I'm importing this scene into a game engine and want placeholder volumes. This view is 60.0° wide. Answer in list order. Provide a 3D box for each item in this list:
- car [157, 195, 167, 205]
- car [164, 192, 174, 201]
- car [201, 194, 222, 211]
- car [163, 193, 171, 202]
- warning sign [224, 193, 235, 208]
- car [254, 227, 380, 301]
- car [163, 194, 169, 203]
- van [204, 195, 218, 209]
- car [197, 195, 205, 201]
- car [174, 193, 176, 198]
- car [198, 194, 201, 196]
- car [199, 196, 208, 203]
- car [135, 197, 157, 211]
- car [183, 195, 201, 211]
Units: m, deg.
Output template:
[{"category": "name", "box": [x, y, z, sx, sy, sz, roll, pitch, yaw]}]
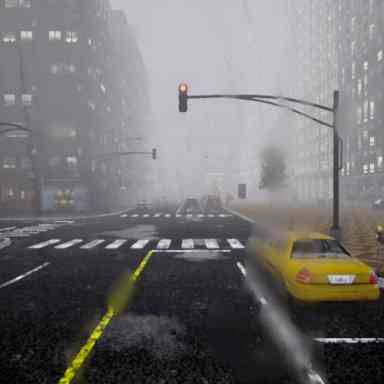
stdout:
[{"category": "car", "box": [-5.860, 1.583, 57.057, 2.008, 1.369, 4.403, 0, 0, 0]}, {"category": "car", "box": [-5.926, 1.509, 79.164, 1.967, 1.590, 4.097, 0, 0, 0]}, {"category": "car", "box": [2.568, 1.328, 40.503, 2.192, 1.841, 5.009, 0, 0, 0]}, {"category": "car", "box": [-5.894, 1.490, 68.111, 1.967, 1.590, 4.097, 0, 0, 0]}, {"category": "warning sign", "box": [4.945, 1.131, 43.766, 1.300, 1.860, 1.060, 0, 0, 0]}, {"category": "car", "box": [2.664, 1.525, 8.260, 1.752, 1.417, 4.829, 0, 0, 0]}, {"category": "car", "box": [-5.877, 1.585, 62.583, 1.887, 1.381, 4.507, 0, 0, 0]}, {"category": "van", "box": [2.551, 1.359, 46.029, 1.690, 1.788, 3.998, 0, 0, 0]}, {"category": "car", "box": [2.422, 1.616, 90.412, 1.752, 1.417, 4.829, 0, 0, 0]}, {"category": "car", "box": [-5.957, 1.615, 90.048, 1.752, 1.417, 4.829, 0, 0, 0]}, {"category": "car", "box": [2.502, 1.356, 62.608, 2.192, 1.841, 5.009, 0, 0, 0]}, {"category": "car", "box": [2.471, 1.604, 73.662, 1.887, 1.381, 4.507, 0, 0, 0]}, {"category": "car", "box": [-5.811, 1.564, 40.478, 2.008, 1.369, 4.403, 0, 0, 0]}, {"category": "car", "box": [-0.019, 1.519, 41.727, 1.837, 1.490, 4.892, 0, 0, 0]}]
